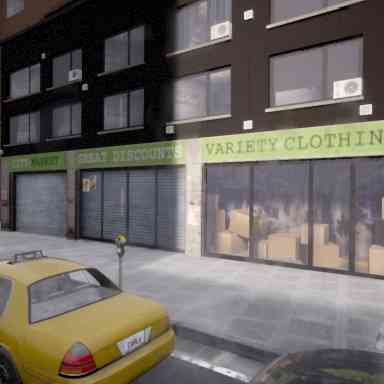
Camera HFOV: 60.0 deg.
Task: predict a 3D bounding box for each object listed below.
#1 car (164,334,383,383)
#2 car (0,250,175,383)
[{"bbox_3d":[2.239,1.551,1.527,4.403,1.369,2.008,0,1,35],"label":"car"},{"bbox_3d":[-2.499,1.524,4.796,4.829,1.417,1.752,0,1,35],"label":"car"}]
